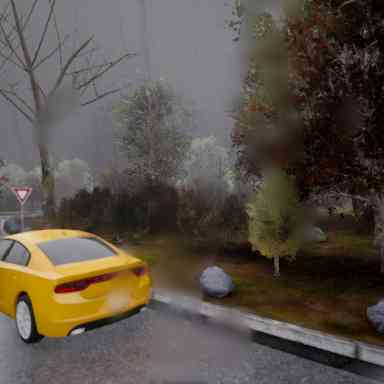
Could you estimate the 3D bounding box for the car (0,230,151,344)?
[{"bbox_3d":[-2.944,1.492,6.602,5.008,1.535,1.882,0,0,42],"label":"car"}]
